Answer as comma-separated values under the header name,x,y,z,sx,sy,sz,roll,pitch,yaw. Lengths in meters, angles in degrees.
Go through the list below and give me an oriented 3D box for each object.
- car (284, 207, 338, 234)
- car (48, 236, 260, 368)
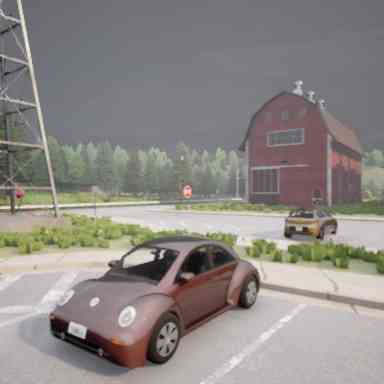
name,x,y,z,sx,sy,sz,roll,pitch,yaw
car,6.131,1.513,17.008,1.816,1.474,4.193,0,0,36
car,-0.344,1.526,5.826,1.784,1.438,3.905,0,0,36
